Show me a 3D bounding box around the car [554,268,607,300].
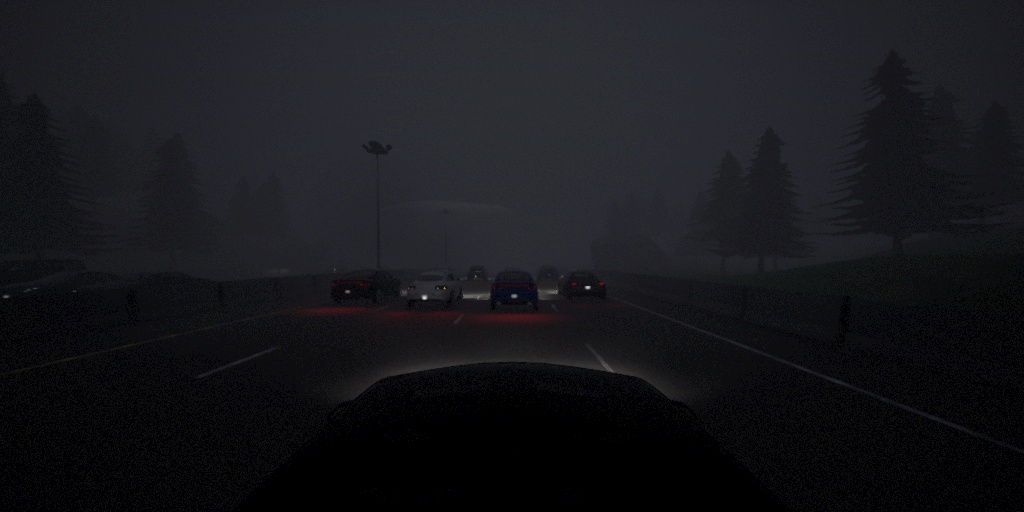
[{"bbox_3d":[3.584,1.484,18.960,1.994,1.385,4.181,0,-1,0],"label":"car"}]

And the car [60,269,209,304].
[{"bbox_3d":[-17.613,1.454,17.542,2.033,1.411,5.357,0,-1,0],"label":"car"}]

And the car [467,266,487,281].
[{"bbox_3d":[-3.430,1.716,36.239,1.837,1.490,4.892,0,-1,0],"label":"car"}]

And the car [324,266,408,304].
[{"bbox_3d":[-6.914,1.382,17.554,1.882,1.535,5.008,0,-1,0],"label":"car"}]

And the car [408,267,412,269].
[{"bbox_3d":[-17.574,2.373,58.802,1.895,1.301,4.718,0,-2,1],"label":"car"}]

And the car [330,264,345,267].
[{"bbox_3d":[-28.072,2.085,57.367,2.097,1.767,4.553,0,-2,0],"label":"car"}]

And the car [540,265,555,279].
[{"bbox_3d":[3.570,1.694,36.545,1.882,1.535,5.008,0,-1,0],"label":"car"}]

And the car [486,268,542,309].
[{"bbox_3d":[0.086,1.358,15.714,1.882,1.535,5.008,0,-1,0],"label":"car"}]

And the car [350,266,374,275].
[{"bbox_3d":[-24.565,2.378,58.926,1.895,1.301,4.718,0,-2,0],"label":"car"}]

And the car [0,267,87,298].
[{"bbox_3d":[-21.112,1.429,17.300,1.812,1.442,4.674,0,-1,0],"label":"car"}]

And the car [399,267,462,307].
[{"bbox_3d":[-3.414,1.413,16.305,1.812,1.442,4.674,0,-1,0],"label":"car"}]

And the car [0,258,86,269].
[{"bbox_3d":[-24.613,1.131,17.737,2.150,2.045,5.566,0,-1,0],"label":"car"}]
